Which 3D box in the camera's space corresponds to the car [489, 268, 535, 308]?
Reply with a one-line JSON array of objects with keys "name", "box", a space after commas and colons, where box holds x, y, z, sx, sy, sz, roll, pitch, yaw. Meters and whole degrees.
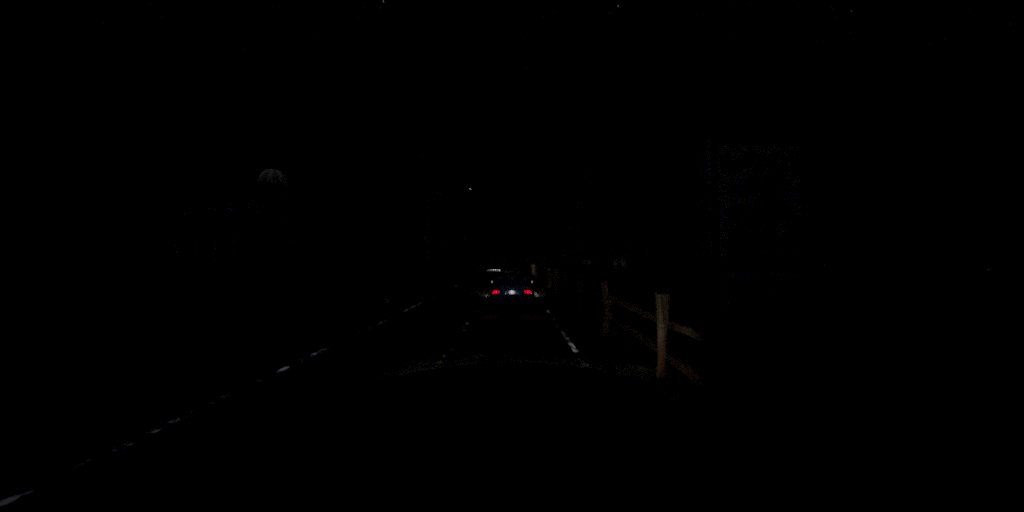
[{"name": "car", "box": [0.000, 1.429, 15.850, 2.033, 1.411, 5.357, 0, -1, 0]}]

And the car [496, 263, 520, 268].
[{"name": "car", "box": [0.002, 1.517, 31.153, 2.128, 1.511, 4.902, 0, 0, 0]}]
